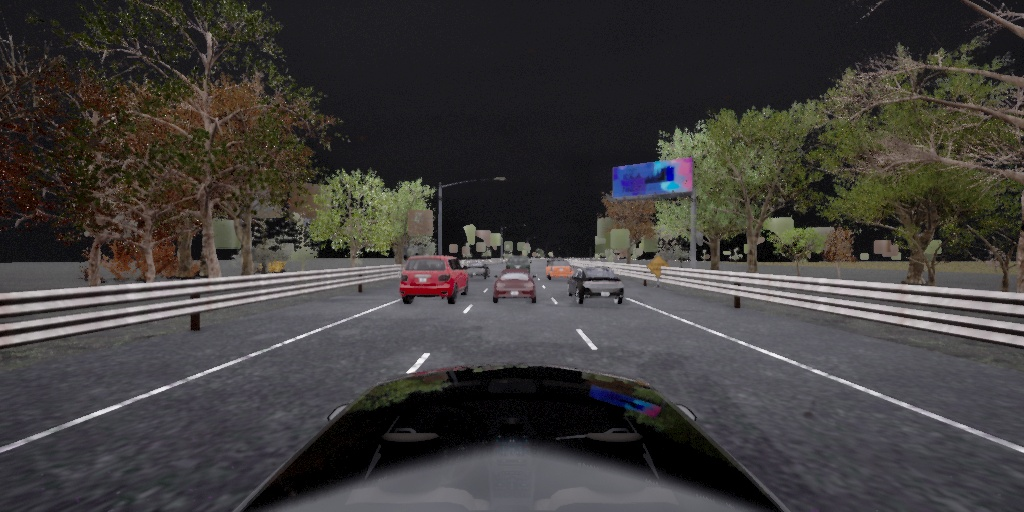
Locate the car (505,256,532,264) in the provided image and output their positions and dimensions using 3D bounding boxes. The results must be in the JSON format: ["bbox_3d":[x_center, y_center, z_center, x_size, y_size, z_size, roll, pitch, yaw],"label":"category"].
[{"bbox_3d":[0.565,1.018,31.223,2.150,2.045,5.566,0,0,2],"label":"car"}]

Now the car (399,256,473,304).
[{"bbox_3d":[-3.359,1.011,16.395,2.150,2.045,5.566,0,0,1],"label":"car"}]

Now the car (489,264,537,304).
[{"bbox_3d":[0.140,1.286,16.299,1.812,1.442,4.674,0,0,1],"label":"car"}]

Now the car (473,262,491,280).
[{"bbox_3d":[-2.934,1.255,31.326,2.128,1.511,4.902,0,0,2],"label":"car"}]

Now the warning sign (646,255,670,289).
[{"bbox_3d":[8.279,0.870,20.356,1.300,1.860,1.060,0,0,1],"label":"warning sign"}]

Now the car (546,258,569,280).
[{"bbox_3d":[4.060,1.126,31.030,2.097,1.767,4.553,0,0,2],"label":"car"}]

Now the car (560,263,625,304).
[{"bbox_3d":[3.639,1.248,16.232,2.128,1.511,4.902,0,0,1],"label":"car"}]
